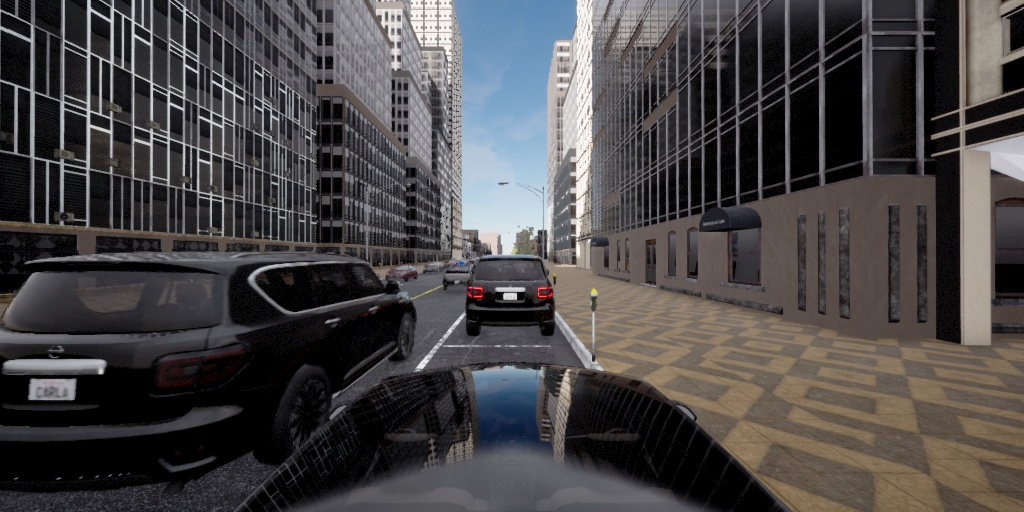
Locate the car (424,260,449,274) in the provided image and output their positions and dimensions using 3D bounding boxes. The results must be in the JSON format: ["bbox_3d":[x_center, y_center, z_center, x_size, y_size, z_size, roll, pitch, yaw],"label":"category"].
[{"bbox_3d":[-8.836,1.286,40.419,2.007,1.370,4.403,0,0,0],"label":"car"}]

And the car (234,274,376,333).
[{"bbox_3d":[-6.245,1.350,11.644,1.895,1.301,4.718,0,0,0],"label":"car"}]

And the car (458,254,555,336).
[{"bbox_3d":[-0.039,0.977,10.529,2.150,2.045,5.566,0,0,0],"label":"car"}]

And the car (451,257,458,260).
[{"bbox_3d":[-8.836,1.273,51.803,1.888,1.381,4.507,0,0,0],"label":"car"}]

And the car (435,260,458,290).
[{"bbox_3d":[-3.045,1.238,22.298,2.128,1.511,4.902,0,0,0],"label":"car"}]

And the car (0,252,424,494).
[{"bbox_3d":[-3.045,0.972,5.059,2.150,2.045,5.566,0,0,0],"label":"car"}]
